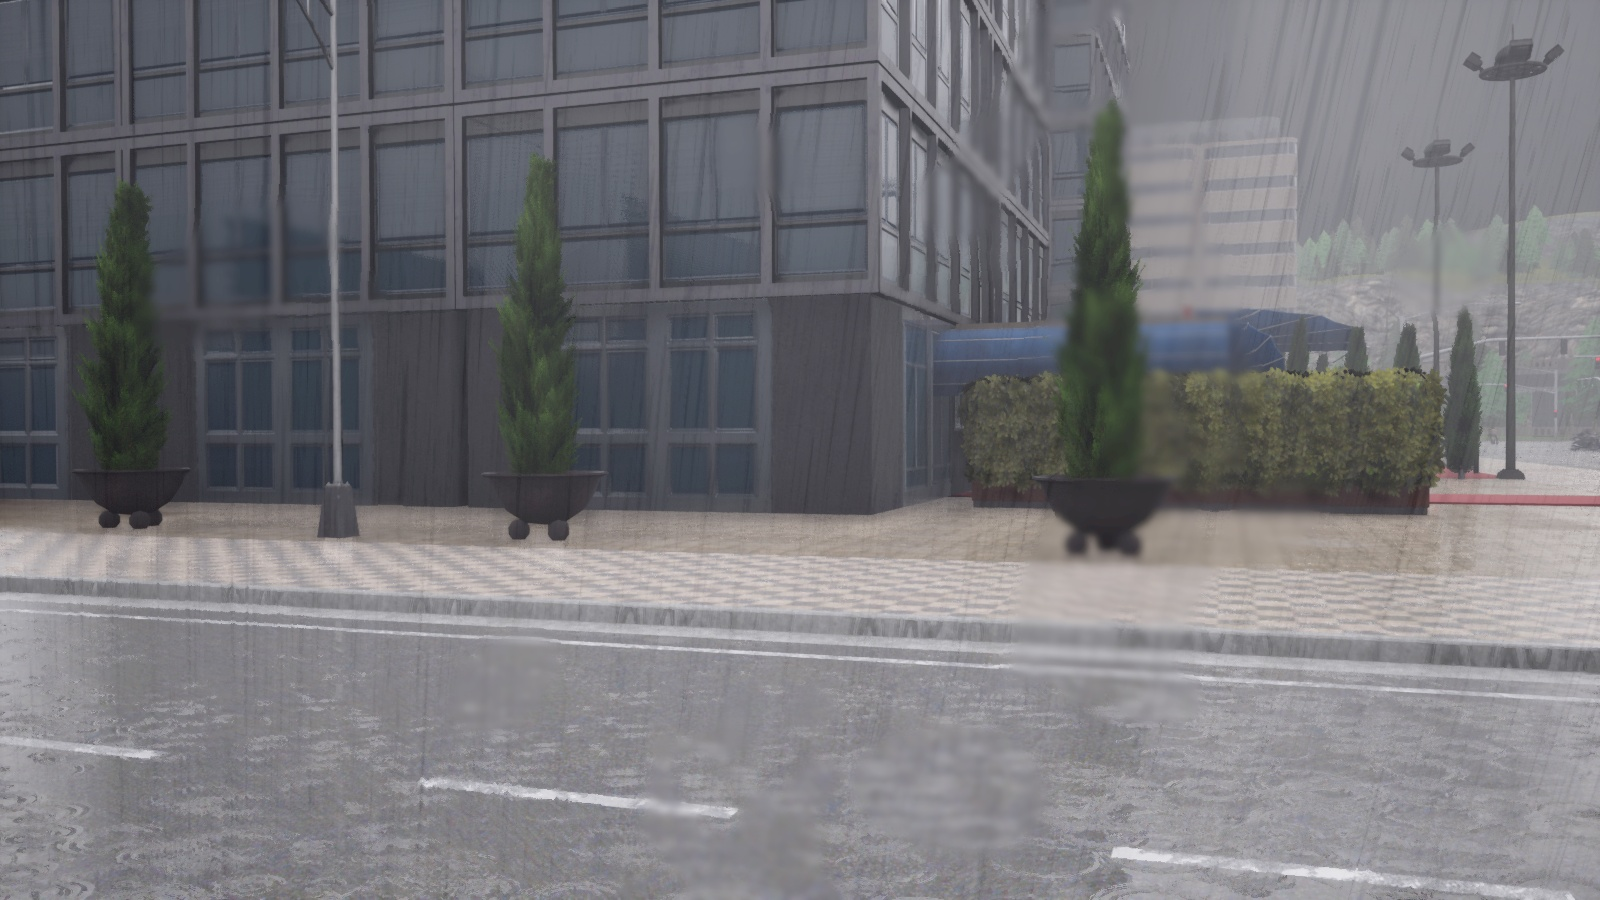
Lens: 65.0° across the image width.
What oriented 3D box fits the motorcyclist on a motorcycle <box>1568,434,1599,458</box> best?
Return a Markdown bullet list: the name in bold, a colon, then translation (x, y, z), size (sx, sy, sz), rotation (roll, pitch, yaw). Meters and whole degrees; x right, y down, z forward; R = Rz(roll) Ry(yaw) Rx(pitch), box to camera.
- **motorcyclist on a motorcycle**: translation (51.953, -0.270, 82.869), size (0.866, 1.530, 2.191), rotation (1, 1, -14)
